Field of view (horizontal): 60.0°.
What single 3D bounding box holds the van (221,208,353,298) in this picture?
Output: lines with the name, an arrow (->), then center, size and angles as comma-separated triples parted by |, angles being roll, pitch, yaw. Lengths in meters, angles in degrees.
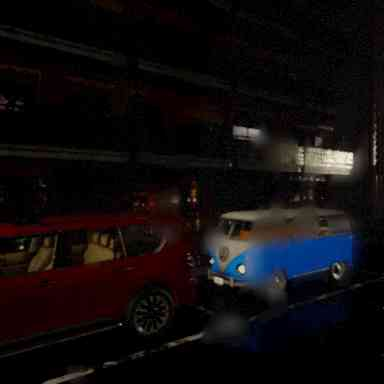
van -> 2.270, 1.323, 8.175 | 3.998, 1.788, 1.690 | 0, 0, -35

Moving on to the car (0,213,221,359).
car -> -2.241, 1.313, 4.959 | 5.009, 1.841, 2.192 | 0, 0, -35
